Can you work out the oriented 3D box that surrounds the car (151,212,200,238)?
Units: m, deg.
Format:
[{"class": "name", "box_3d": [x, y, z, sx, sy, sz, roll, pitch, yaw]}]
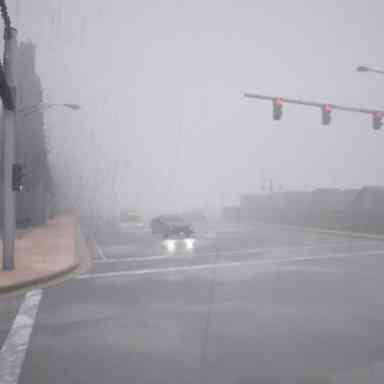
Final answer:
[{"class": "car", "box_3d": [-1.523, 2.268, 23.147, 2.033, 1.411, 5.357, 0, -2, -20]}]

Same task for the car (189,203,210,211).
[{"class": "car", "box_3d": [1.738, 3.491, 77.420, 4.605, 1.855, 1.932, 0, -2, -21]}]

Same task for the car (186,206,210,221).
[{"class": "car", "box_3d": [0.060, 2.787, 40.162, 1.994, 1.385, 4.181, 0, -2, -21]}]

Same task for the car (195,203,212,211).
[{"class": "car", "box_3d": [2.733, 3.404, 74.702, 3.866, 1.878, 1.905, 0, -2, -21]}]

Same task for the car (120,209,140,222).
[{"class": "car", "box_3d": [-7.431, 2.744, 39.679, 1.882, 1.535, 5.008, 0, -2, -20]}]

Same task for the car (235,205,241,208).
[{"class": "car", "box_3d": [9.852, 2.796, 56.426, 3.866, 1.878, 1.905, 0, -2, -21]}]
